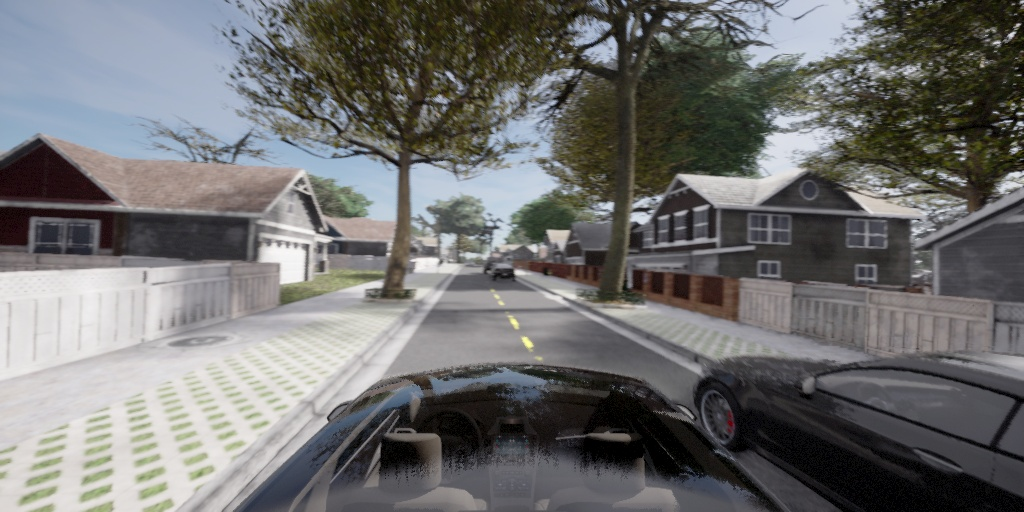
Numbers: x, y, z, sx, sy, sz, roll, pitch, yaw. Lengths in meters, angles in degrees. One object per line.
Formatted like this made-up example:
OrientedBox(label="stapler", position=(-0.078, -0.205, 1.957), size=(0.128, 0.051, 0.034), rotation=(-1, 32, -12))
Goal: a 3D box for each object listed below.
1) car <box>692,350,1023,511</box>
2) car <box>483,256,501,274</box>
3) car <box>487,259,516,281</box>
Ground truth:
OrientedBox(label="car", position=(3.307, 1.398, 2.470), size=(1.812, 1.442, 4.674), rotation=(2, 0, -7))
OrientedBox(label="car", position=(-2.256, 1.081, 42.807), size=(2.150, 2.045, 5.566), rotation=(2, 0, -6))
OrientedBox(label="car", position=(-0.837, 1.319, 31.276), size=(1.882, 1.535, 5.008), rotation=(2, 0, -7))
